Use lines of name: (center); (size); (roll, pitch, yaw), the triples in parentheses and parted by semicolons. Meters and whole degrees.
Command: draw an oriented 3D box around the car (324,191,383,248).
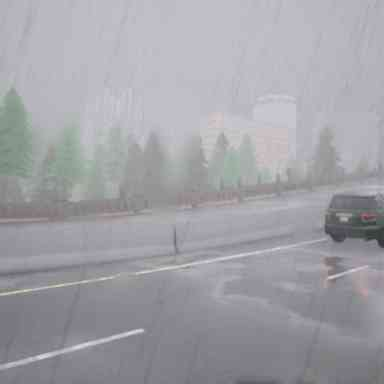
car: (7.726, 0.936, 13.631); (5.566, 2.045, 2.150); (-4, 2, -35)
